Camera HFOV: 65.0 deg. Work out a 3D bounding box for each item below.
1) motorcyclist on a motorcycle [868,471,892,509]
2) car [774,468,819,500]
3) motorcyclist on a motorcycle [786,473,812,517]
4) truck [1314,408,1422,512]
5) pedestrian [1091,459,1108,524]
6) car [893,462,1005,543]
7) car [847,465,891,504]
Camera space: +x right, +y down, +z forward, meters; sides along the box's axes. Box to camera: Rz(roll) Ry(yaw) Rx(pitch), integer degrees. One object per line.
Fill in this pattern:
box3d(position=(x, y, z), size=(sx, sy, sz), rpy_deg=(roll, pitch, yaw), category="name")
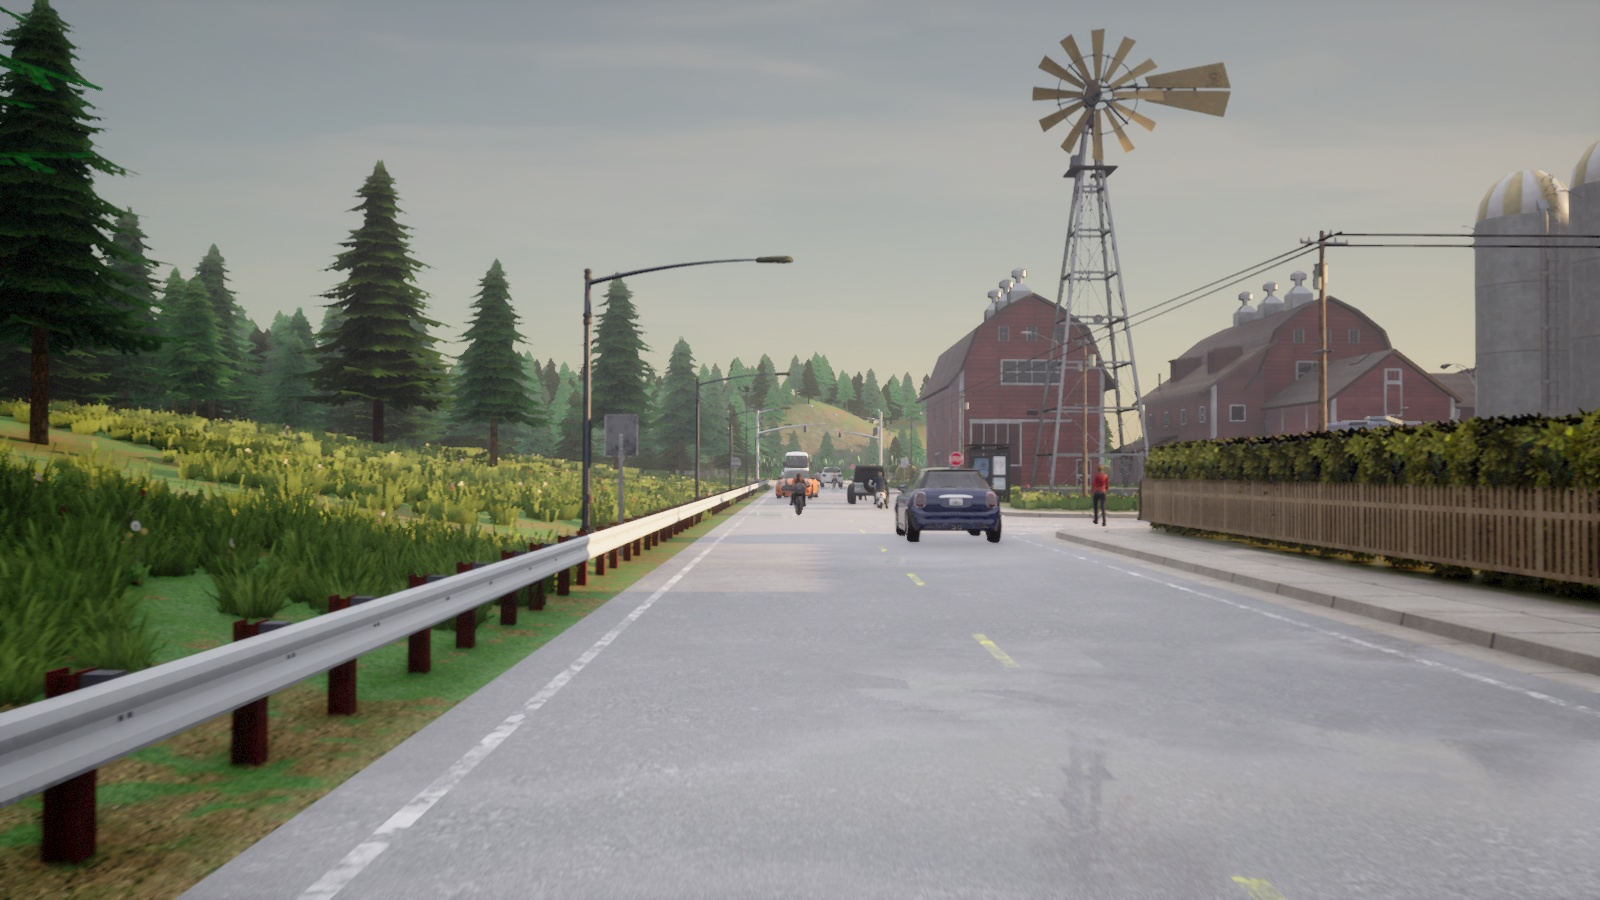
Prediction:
box3d(position=(3.408, 1.689, 53.512), size=(0.866, 1.590, 1.817), rpy_deg=(0, -1, -1), category="motorcyclist on a motorcycle")
box3d(position=(-0.146, 1.950, 73.147), size=(2.097, 1.767, 4.553), rpy_deg=(0, -1, 6), category="car")
box3d(position=(-0.040, 1.583, 45.022), size=(0.797, 1.523, 2.044), rpy_deg=(1, -1, -3), category="motorcyclist on a motorcycle")
box3d(position=(23.050, 0.443, 50.698), size=(2.891, 3.827, 8.468), rpy_deg=(-1, -1, 32), category="truck")
box3d(position=(8.650, 1.199, 36.278), size=(0.331, 1.846, 0.636), rpy_deg=(0, -1, 0), category="pedestrian")
box3d(position=(3.427, 1.180, 29.770), size=(2.097, 1.767, 4.553), rpy_deg=(0, -1, 0), category="car")
box3d(position=(3.349, 1.675, 61.742), size=(1.905, 1.878, 3.866), rpy_deg=(0, -1, 0), category="car")
